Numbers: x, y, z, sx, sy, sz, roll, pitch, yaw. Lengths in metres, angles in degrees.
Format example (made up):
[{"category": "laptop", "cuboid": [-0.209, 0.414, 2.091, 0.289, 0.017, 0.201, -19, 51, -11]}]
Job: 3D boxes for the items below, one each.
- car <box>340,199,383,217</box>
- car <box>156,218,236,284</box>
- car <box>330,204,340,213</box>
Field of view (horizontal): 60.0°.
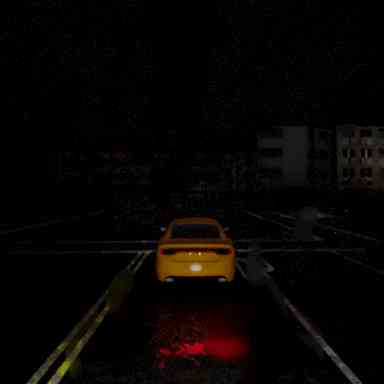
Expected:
[{"category": "car", "cuboid": [16.669, 1.469, 30.449, 4.902, 1.511, 2.128, 0, 0, 1]}, {"category": "car", "cuboid": [0.078, 1.472, 9.608, 1.882, 1.535, 5.008, 0, 0, 0]}, {"category": "car", "cuboid": [16.659, 1.481, 33.947, 4.892, 1.490, 1.837, 0, 0, 1]}]
